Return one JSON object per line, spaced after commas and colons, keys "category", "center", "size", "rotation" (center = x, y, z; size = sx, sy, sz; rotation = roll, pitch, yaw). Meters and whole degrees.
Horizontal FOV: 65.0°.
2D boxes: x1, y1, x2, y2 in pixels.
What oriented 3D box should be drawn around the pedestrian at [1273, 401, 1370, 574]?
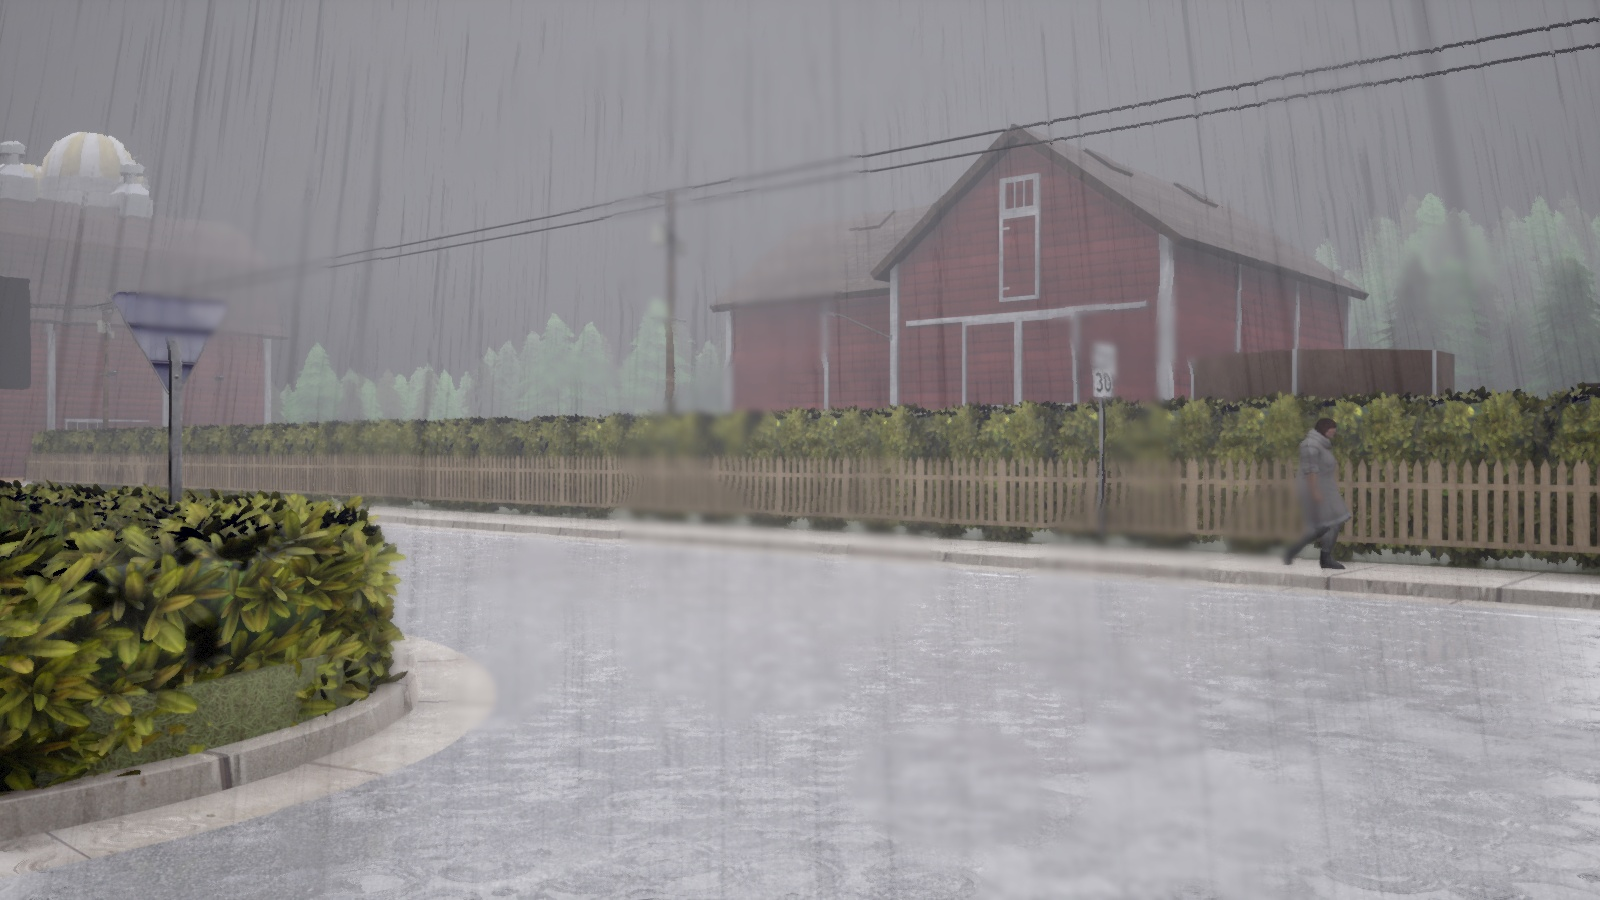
{"category": "pedestrian", "center": [6.119, 0.423, 14.735], "size": [0.873, 1.952, 0.659], "rotation": [0, 0, 43]}
